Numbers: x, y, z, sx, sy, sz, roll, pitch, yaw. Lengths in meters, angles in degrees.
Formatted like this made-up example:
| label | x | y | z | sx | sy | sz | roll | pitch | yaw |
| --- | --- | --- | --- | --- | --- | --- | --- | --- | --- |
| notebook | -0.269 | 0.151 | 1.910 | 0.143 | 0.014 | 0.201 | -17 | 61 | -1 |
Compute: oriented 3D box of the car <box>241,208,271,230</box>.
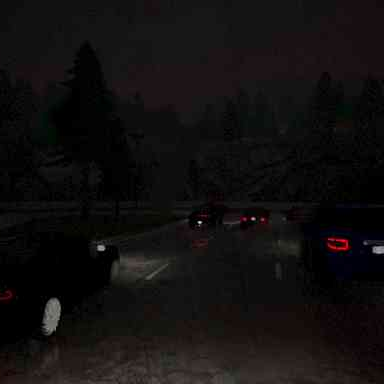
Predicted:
| label | x | y | z | sx | sy | sz | roll | pitch | yaw |
| --- | --- | --- | --- | --- | --- | --- | --- | --- | --- |
| car | 4.539 | 1.805 | 23.443 | 2.033 | 1.411 | 5.357 | 0 | -1 | 15 |

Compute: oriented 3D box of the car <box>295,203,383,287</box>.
| label | x | y | z | sx | sy | sz | roll | pitch | yaw |
| --- | --- | --- | --- | --- | --- | --- | --- | --- | --- |
| car | 4.472 | 1.329 | 9.584 | 2.150 | 2.045 | 5.566 | 0 | -1 | 11 |

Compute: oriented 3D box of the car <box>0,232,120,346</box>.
| label | x | y | z | sx | sy | sz | roll | pitch | yaw |
| --- | --- | --- | --- | --- | --- | --- | --- | --- | --- |
| car | -2.980 | 1.551 | 6.706 | 1.882 | 1.535 | 5.008 | 0 | -1 | 6 |

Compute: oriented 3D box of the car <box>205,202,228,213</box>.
| label | x | y | z | sx | sy | sz | roll | pitch | yaw |
| --- | --- | --- | --- | --- | --- | --- | --- | --- | --- |
| car | 2.129 | 1.914 | 39.831 | 1.882 | 1.535 | 5.008 | 1 | -1 | -41 |

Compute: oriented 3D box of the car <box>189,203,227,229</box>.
| label | x | y | z | sx | sy | sz | roll | pitch | yaw |
| --- | --- | --- | --- | --- | --- | --- | --- | --- | --- |
| car | 1.116 | 1.770 | 24.246 | 1.837 | 1.490 | 4.892 | 0 | -1 | 14 |

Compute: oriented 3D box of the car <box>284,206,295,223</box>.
| label | x | y | z | sx | sy | sz | roll | pitch | yaw |
| --- | --- | --- | --- | --- | --- | --- | --- | --- | --- |
| car | 9.256 | 1.882 | 28.687 | 1.994 | 1.385 | 4.181 | 0 | -1 | 8 |
